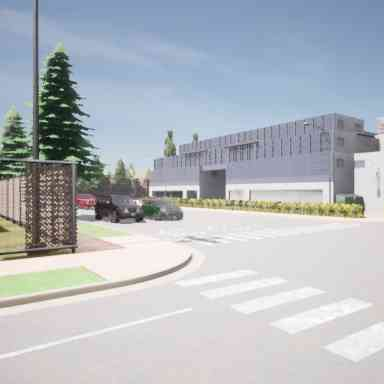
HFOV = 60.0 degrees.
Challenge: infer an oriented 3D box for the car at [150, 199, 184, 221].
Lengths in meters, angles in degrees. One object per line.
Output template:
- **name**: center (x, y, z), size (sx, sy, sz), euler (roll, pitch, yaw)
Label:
- **car**: center (-2.589, 1.369, 27.173), size (2.097, 1.767, 4.553), euler (0, 0, -35)

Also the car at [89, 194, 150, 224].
- **car**: center (-5.686, 1.238, 25.485), size (2.150, 2.045, 5.566), euler (0, 0, -35)

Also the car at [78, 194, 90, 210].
- **car**: center (-13.989, 1.237, 43.457), size (2.150, 2.045, 5.566), euler (0, 0, -34)
